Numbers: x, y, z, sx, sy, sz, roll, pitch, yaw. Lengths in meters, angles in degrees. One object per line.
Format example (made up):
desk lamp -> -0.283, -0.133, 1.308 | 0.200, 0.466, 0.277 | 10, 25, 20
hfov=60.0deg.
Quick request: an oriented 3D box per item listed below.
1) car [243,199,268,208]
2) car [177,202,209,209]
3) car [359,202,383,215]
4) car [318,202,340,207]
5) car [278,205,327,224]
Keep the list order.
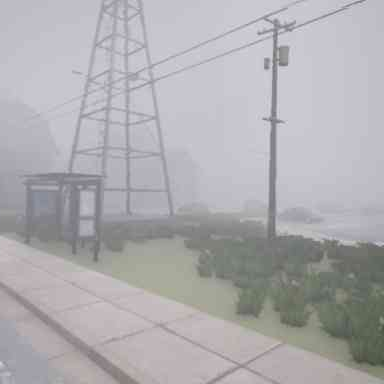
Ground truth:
car -> 9.344, 2.036, 48.681 | 1.905, 1.878, 3.866 | 2, -1, -44
car -> 0.088, 1.916, 38.861 | 1.816, 1.474, 4.193 | 2, -1, -44
car -> 25.890, 2.386, 46.305 | 1.932, 1.855, 4.605 | 2, -1, -44
car -> 26.664, 2.772, 65.577 | 2.242, 1.667, 4.611 | 2, -1, -44
car -> 9.922, 2.069, 30.482 | 1.784, 1.438, 3.905 | 2, -1, -44
